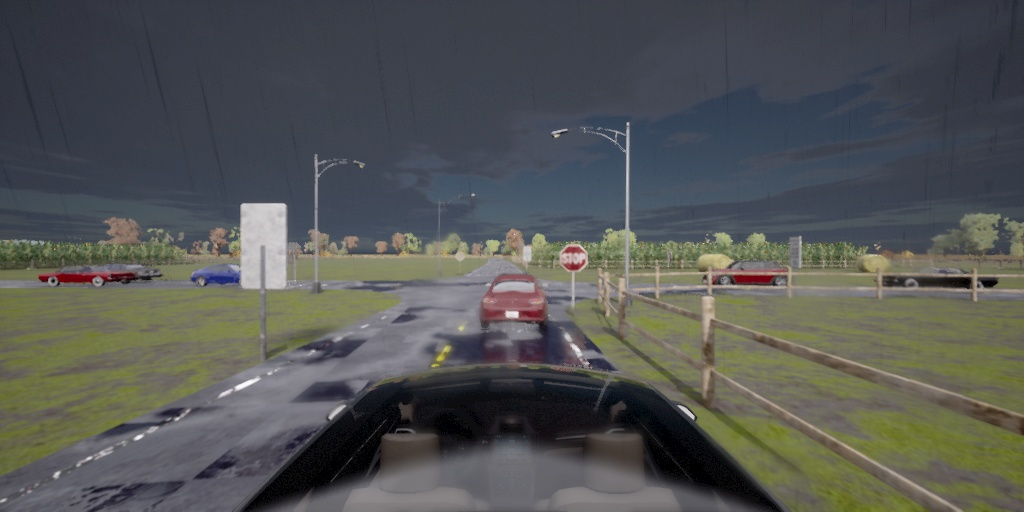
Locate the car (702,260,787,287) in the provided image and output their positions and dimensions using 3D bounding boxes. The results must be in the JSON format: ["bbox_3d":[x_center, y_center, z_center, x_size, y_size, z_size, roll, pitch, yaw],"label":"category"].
[{"bbox_3d":[14.590,1.071,22.642,4.553,1.767,2.097,0,0,10],"label":"car"}]

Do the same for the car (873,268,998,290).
[{"bbox_3d":[24.276,1.333,20.795,4.718,1.301,1.895,0,0,12],"label":"car"}]

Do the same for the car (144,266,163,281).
[{"bbox_3d":[-29.338,1.232,26.706,5.357,1.411,2.033,0,0,0],"label":"car"}]

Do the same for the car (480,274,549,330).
[{"bbox_3d":[0.139,1.262,11.017,1.812,1.442,4.674,0,0,3],"label":"car"}]

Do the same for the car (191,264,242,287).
[{"bbox_3d":[-18.261,1.237,23.381,4.674,1.442,1.812,0,0,3],"label":"car"}]

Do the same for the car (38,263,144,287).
[{"bbox_3d":[-27.858,1.309,23.704,4.718,1.301,1.895,0,0,1],"label":"car"}]
